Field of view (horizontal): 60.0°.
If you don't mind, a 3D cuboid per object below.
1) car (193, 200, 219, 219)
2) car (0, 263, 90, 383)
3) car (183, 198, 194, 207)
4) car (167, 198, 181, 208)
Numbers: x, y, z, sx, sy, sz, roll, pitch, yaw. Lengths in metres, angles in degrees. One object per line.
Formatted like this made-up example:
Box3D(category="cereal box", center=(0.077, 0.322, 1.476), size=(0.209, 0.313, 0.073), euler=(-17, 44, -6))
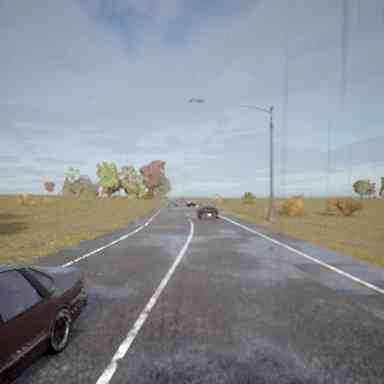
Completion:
Box3D(category="car", center=(1.445, 1.802, 32.325), size=(1.837, 1.490, 4.892), euler=(0, -1, -3))
Box3D(category="car", center=(-2.845, 1.578, 3.471), size=(2.033, 1.411, 5.357), euler=(0, -1, 5))
Box3D(category="car", center=(-0.167, 2.183, 63.857), size=(1.895, 1.301, 4.718), euler=(0, -1, -3))
Box3D(category="car", center=(-3.430, 1.980, 59.160), size=(2.033, 1.411, 5.357), euler=(0, -1, -3))
